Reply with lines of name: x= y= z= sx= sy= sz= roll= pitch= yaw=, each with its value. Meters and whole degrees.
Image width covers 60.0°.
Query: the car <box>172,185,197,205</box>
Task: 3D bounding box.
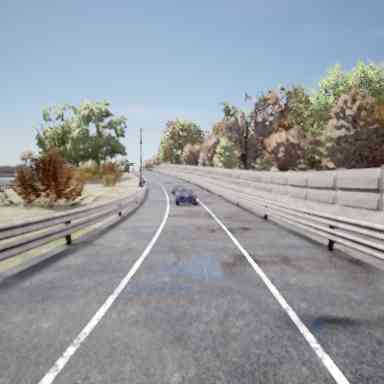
car: x=-0.708 y=0.321 z=34.569 sx=2.097 sy=1.767 sz=4.553 roll=0 pitch=3 yaw=-5
